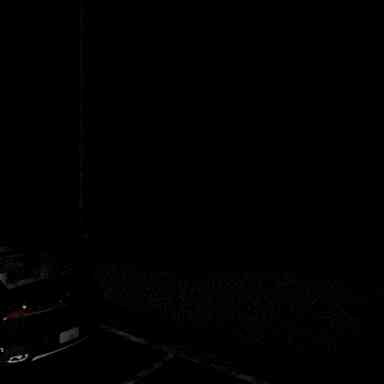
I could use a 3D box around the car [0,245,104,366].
[{"bbox_3d":[-3.312,1.560,5.440,4.403,1.369,2.008,0,0,35],"label":"car"}]
